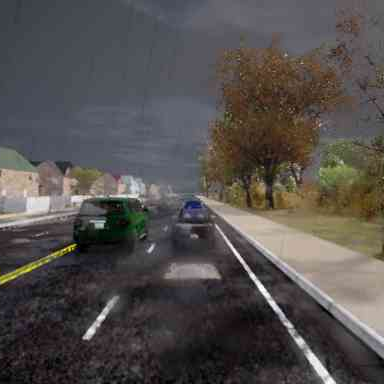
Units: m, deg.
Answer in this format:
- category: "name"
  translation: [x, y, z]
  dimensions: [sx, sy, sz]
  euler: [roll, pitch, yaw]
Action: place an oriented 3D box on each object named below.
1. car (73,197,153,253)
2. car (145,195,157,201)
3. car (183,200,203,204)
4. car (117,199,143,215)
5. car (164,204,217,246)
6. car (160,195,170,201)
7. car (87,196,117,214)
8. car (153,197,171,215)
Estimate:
- category: "car"
  translation: [-3.144, 1.235, 13.971]
  dimensions: [2.150, 2.045, 5.566]
  euler: [0, 0, 0]
- category: "car"
  translation: [-9.719, 1.439, 79.243]
  dimensions: [2.128, 1.511, 4.902]
  euler: [0, 0, 0]
- category: "car"
  translation: [0.113, 1.517, 33.447]
  dimensions: [1.882, 1.535, 5.008]
  euler: [0, 0, 0]
- category: "car"
  translation: [-6.580, 1.551, 35.682]
  dimensions: [1.837, 1.490, 4.892]
  euler: [0, -1, 0]
- category: "car"
  translation: [0.100, 1.506, 15.262]
  dimensions: [2.128, 1.511, 4.902]
  euler: [0, 0, 0]
- category: "car"
  translation: [-6.469, 1.466, 79.242]
  dimensions: [1.994, 1.385, 4.181]
  euler: [0, 0, 0]
- category: "car"
  translation: [-9.826, 1.398, 36.728]
  dimensions: [2.097, 1.767, 4.553]
  euler: [0, 0, 0]
- category: "car"
  translation: [-3.139, 1.530, 31.735]
  dimensions: [2.128, 1.511, 4.902]
  euler: [0, 0, 0]
